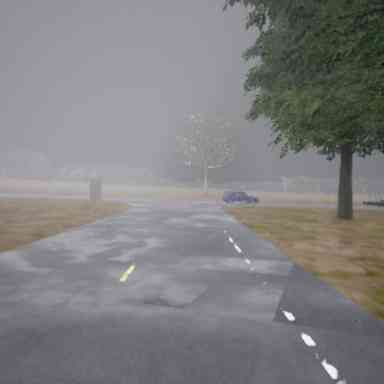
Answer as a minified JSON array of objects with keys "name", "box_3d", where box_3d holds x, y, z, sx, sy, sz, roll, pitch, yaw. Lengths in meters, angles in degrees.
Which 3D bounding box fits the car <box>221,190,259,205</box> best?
[{"name":"car","box_3d":[7.097,0.821,49.205,5.566,2.045,2.150,2,1,1]}]

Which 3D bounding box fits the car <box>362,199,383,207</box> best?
[{"name":"car","box_3d":[31.168,1.876,55.694,4.718,1.301,1.895,2,1,1]}]
